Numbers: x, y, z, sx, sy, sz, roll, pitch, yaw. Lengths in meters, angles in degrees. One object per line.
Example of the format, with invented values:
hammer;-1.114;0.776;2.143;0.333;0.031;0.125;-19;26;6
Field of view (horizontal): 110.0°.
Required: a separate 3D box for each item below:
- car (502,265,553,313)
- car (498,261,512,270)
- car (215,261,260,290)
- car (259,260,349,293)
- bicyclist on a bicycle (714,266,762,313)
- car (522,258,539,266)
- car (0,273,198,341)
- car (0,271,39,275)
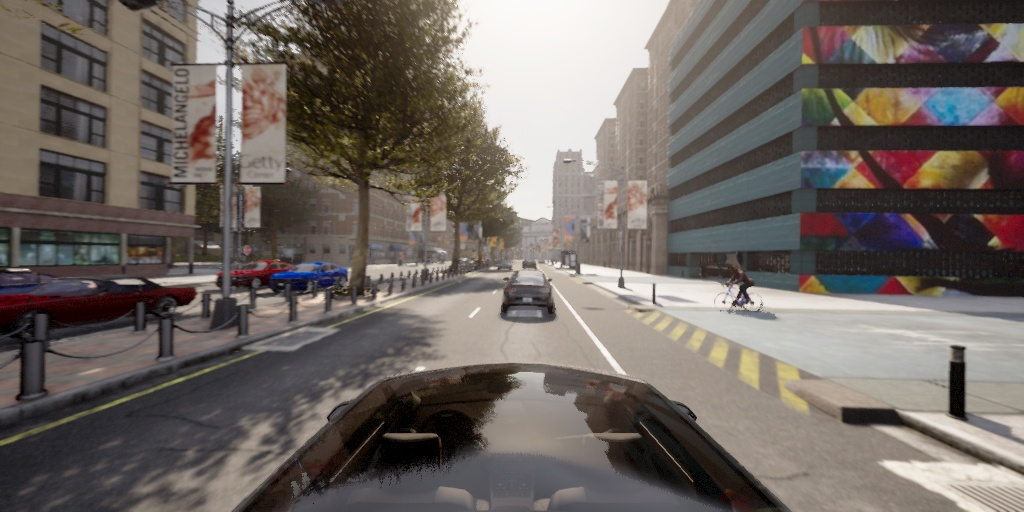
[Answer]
car;0.630;1.284;14.136;1.812;1.442;4.674;1;0;3
car;-0.988;1.337;52.335;1.895;1.301;4.718;1;0;3
car;-14.231;1.027;20.483;1.882;1.535;5.008;1;0;3
car;-10.783;1.076;19.443;1.882;1.535;5.008;1;0;3
bicyclist on a bicycle;7.860;1.161;12.456;1.656;1.620;0.582;1;0;3
car;2.562;1.138;53.208;2.097;1.767;4.553;1;0;3
car;-11.304;1.192;9.462;1.895;1.301;4.718;1;0;3
car;-14.764;1.106;10.110;1.994;1.385;4.181;1;0;3
